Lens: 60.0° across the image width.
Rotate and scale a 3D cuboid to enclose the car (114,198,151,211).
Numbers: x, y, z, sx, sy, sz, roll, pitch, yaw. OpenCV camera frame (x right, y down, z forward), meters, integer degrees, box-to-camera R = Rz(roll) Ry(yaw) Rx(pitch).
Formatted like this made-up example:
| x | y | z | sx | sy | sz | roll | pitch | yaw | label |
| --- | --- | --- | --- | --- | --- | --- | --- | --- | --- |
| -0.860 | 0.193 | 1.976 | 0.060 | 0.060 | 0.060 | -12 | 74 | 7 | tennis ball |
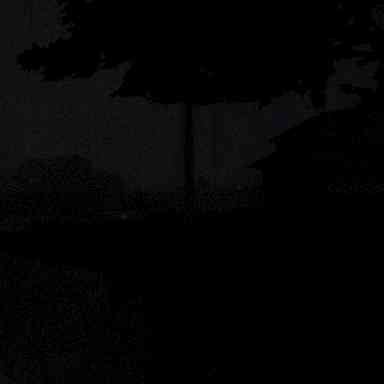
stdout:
| x | y | z | sx | sy | sz | roll | pitch | yaw | label |
| --- | --- | --- | --- | --- | --- | --- | --- | --- | --- |
| -6.968 | 1.435 | 39.102 | 1.837 | 1.490 | 4.892 | 0 | 0 | 36 | car |
